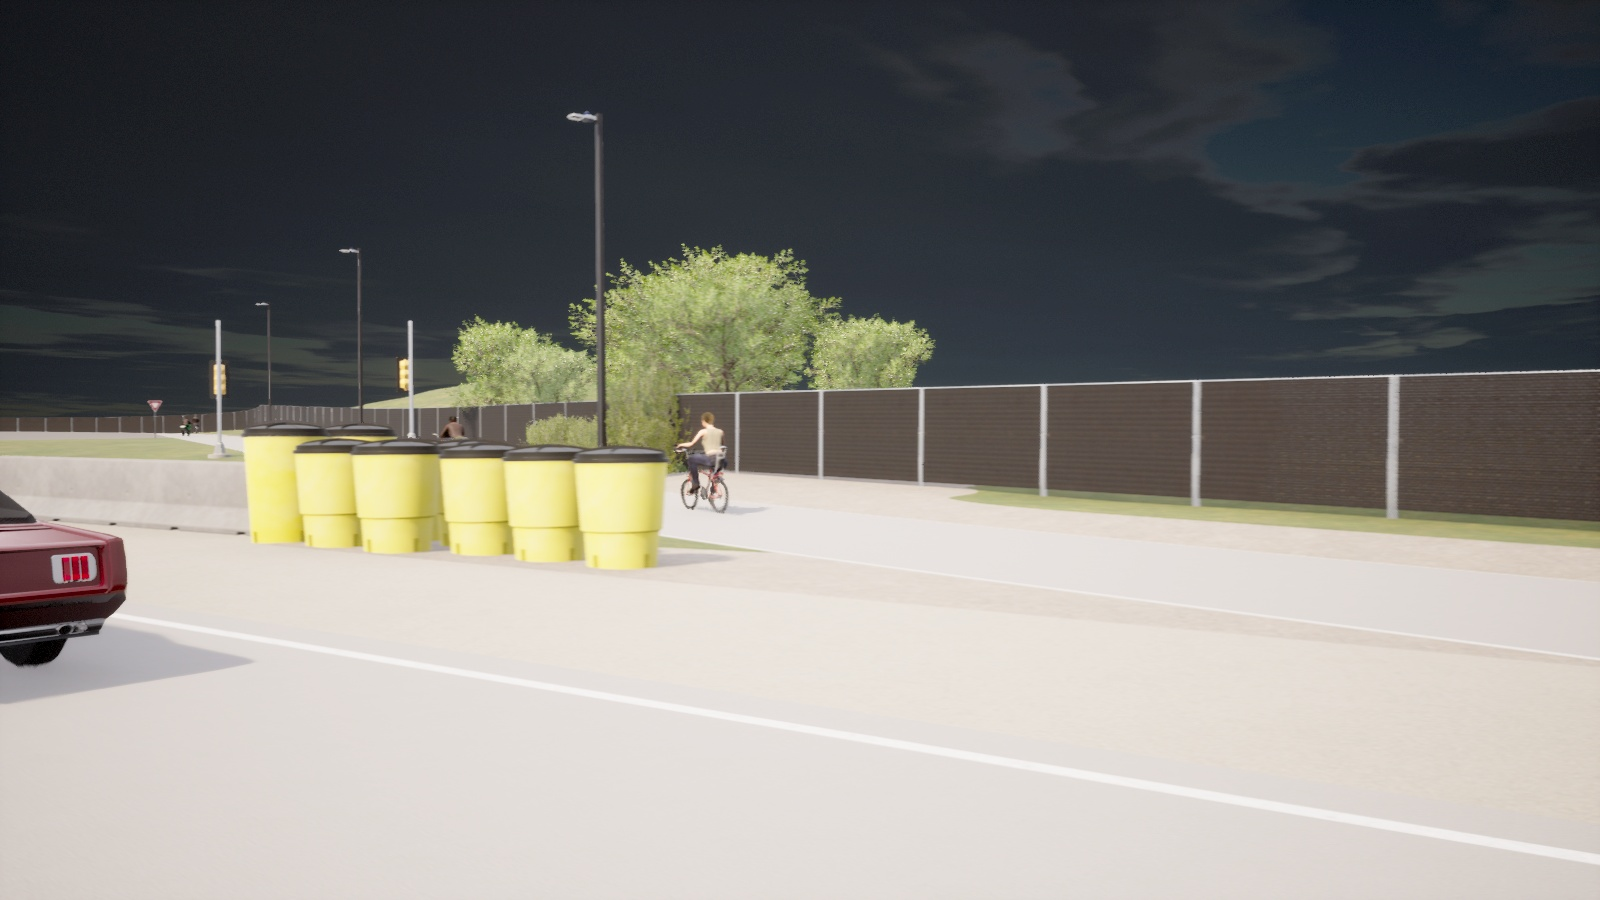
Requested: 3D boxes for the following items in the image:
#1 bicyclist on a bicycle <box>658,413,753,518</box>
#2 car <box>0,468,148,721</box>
[{"bbox_3d":[-1.533,0.224,20.233,0.866,1.612,1.509,-2,2,-34],"label":"bicyclist on a bicycle"},{"bbox_3d":[-6.281,0.786,7.799,4.718,1.301,1.895,0,1,34],"label":"car"}]
